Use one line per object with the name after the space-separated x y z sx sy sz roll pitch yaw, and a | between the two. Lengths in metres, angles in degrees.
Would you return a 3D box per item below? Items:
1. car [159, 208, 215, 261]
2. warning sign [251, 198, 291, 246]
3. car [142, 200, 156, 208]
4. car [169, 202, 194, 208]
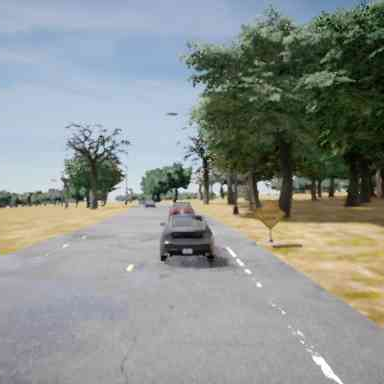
-0.190 1.595 12.719 1.837 1.490 4.892 0 0 -1 | car
3.267 1.218 13.903 1.300 1.860 1.060 -2 -3 -2 | warning sign
-7.301 2.131 58.376 2.033 1.411 5.357 0 -1 -6 | car
-0.873 1.577 27.743 2.097 1.767 4.553 0 -1 -3 | car
